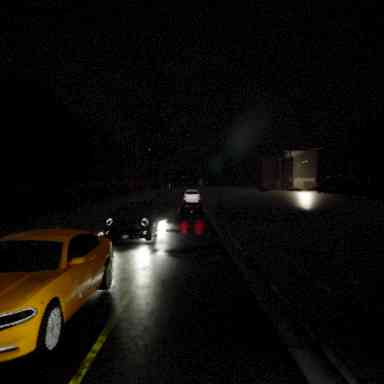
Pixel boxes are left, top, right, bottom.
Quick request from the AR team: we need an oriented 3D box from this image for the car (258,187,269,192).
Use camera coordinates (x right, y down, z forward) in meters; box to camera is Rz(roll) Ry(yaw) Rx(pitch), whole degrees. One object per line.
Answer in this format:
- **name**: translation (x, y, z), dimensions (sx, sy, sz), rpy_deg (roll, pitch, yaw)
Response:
- **car**: translation (18.650, -0.677, 86.643), dimensions (1.947, 1.339, 4.313), rpy_deg (0, 1, 0)

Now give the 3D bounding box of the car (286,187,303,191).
- **car**: translation (26.411, -0.724, 85.458), dimensions (4.206, 1.307, 1.802), rpy_deg (-1, 1, 0)

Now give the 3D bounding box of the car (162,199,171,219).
- **car**: translation (-2.807, 1.319, 27.587), dimensions (2.128, 1.511, 4.902), rpy_deg (0, 1, 0)

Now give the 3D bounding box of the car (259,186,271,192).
- **car**: translation (18.643, -0.798, 83.717), dimensions (1.802, 1.307, 4.206), rpy_deg (0, 1, 0)

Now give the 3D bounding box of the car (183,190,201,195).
- **car**: translation (-0.004, 0.666, 44.433), dimensions (2.150, 2.045, 5.566), rpy_deg (0, 2, 0)

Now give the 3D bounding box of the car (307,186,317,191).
- **car**: translation (31.674, -0.791, 85.465), dimensions (4.313, 1.339, 1.947), rpy_deg (-1, 1, 0)

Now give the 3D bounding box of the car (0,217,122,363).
- **car**: translation (-2.858, 1.479, 6.272), dimensions (1.882, 1.535, 5.008), rpy_deg (0, 0, 0)

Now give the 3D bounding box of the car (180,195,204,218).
- **car**: translation (0.013, 1.304, 28.362), dimensions (2.128, 1.511, 4.902), rpy_deg (0, 1, 0)

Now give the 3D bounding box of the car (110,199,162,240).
- **car**: translation (-2.867, 1.311, 16.549), dimensions (2.097, 1.767, 4.553), rpy_deg (0, 0, 0)
